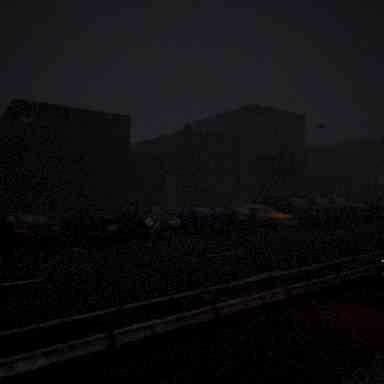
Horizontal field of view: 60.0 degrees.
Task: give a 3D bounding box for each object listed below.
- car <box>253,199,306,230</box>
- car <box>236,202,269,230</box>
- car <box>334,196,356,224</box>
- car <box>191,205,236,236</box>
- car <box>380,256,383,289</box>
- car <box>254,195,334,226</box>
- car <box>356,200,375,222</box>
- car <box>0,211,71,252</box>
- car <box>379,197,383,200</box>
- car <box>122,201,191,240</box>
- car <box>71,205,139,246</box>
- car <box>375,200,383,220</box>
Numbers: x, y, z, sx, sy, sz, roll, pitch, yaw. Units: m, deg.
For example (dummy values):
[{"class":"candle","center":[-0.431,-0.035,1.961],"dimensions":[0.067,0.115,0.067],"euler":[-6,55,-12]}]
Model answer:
[{"class":"car","center":[4.452,1.506,21.830],"dimensions":[1.946,1.575,5.366],"euler":[0,0,-36]},{"class":"car","center":[2.103,1.539,20.373],"dimensions":[2.002,1.452,4.674],"euler":[0,0,-36]},{"class":"car","center":[8.842,1.300,25.165],"dimensions":[2.435,2.045,5.566],"euler":[1,0,-36]},{"class":"car","center":[-0.135,1.491,18.768],"dimensions":[2.097,1.535,5.008],"euler":[0,0,-36]},{"class":"car","center":[5.938,1.530,7.365],"dimensions":[4.674,1.442,1.812],"euler":[0,0,-35]},{"class":"car","center":[6.600,1.277,23.561],"dimensions":[2.435,2.045,5.566],"euler":[1,0,-36]},{"class":"car","center":[11.080,1.333,26.768],"dimensions":[2.435,2.045,5.566],"euler":[1,-1,-36]},{"class":"car","center":[-6.864,1.521,13.955],"dimensions":[2.002,1.452,4.674],"euler":[0,0,-36]},{"class":"car","center":[17.766,1.589,31.627],"dimensions":[2.185,1.767,4.553],"euler":[1,-1,-36]},{"class":"car","center":[-2.399,1.362,17.192],"dimensions":[2.185,1.767,4.553],"euler":[0,0,-36]},{"class":"car","center":[-4.640,1.513,15.586],"dimensions":[2.163,1.488,4.792],"euler":[0,0,-36]},{"class":"car","center":[13.307,1.619,28.389],"dimensions":[2.097,1.535,5.008],"euler":[1,-1,-36]}]
